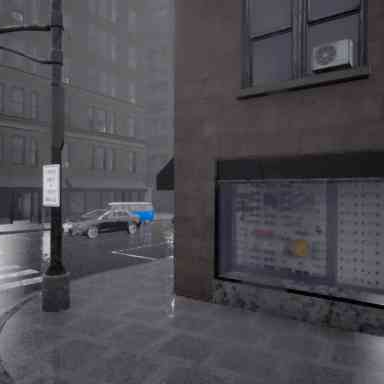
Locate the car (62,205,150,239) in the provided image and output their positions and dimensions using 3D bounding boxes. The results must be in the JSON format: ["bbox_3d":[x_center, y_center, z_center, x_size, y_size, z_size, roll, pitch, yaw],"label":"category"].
[{"bbox_3d":[-5.026,1.727,19.015,2.128,1.511,4.902,0,-1,35],"label":"car"}]

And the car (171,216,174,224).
[{"bbox_3d":[0.230,1.947,26.477,1.994,1.385,4.181,0,-1,36],"label":"car"}]

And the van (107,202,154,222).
[{"bbox_3d":[-4.536,1.636,24.198,1.690,1.788,3.998,-1,-1,35],"label":"van"}]
